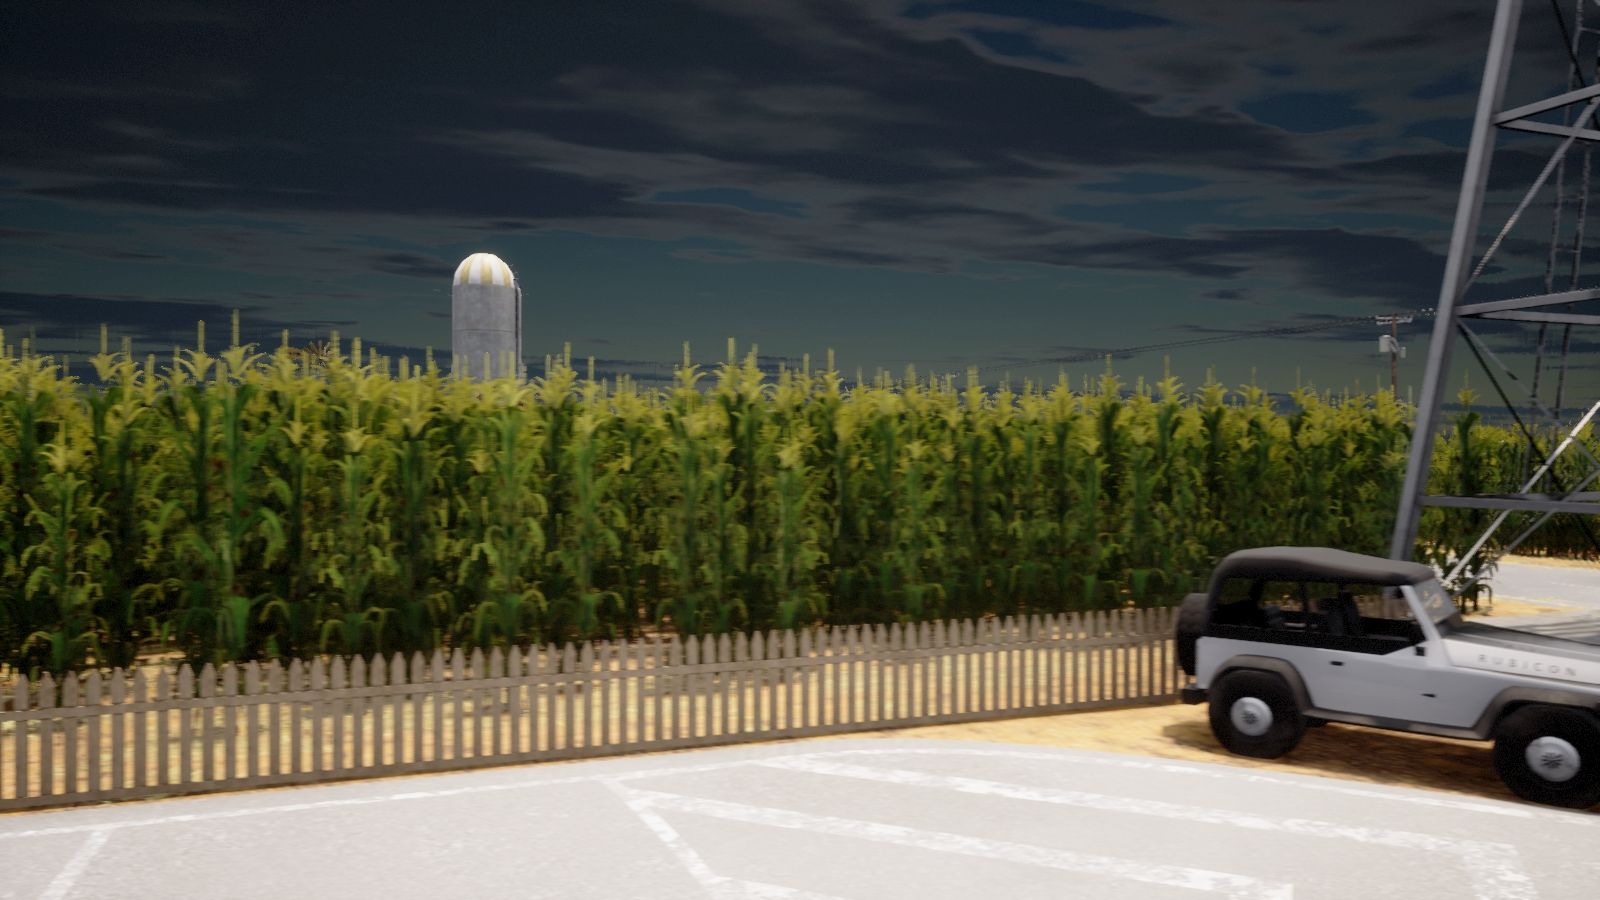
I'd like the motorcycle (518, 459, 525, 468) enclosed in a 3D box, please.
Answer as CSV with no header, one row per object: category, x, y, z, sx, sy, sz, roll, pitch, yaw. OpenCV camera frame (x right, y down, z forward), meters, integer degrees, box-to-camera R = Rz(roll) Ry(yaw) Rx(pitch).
motorcycle,-44.360,2.154,181.806,0.764,1.307,2.356,0,0,-21
